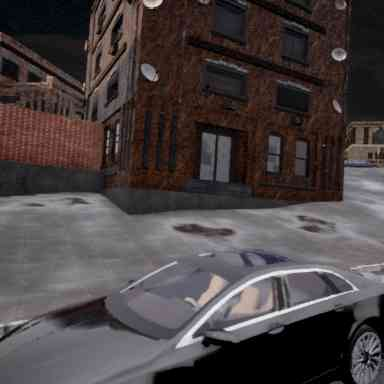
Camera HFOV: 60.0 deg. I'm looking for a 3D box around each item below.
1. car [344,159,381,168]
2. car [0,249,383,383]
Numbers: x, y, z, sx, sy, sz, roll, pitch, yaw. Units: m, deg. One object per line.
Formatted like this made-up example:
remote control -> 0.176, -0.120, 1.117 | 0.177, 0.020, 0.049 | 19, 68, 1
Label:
car -> 21.205, -3.301, 41.902 | 4.553, 1.767, 2.185 | 2, -3, 15
car -> 0.351, 1.506, 3.848 | 4.902, 1.511, 2.128 | 0, 0, -32
